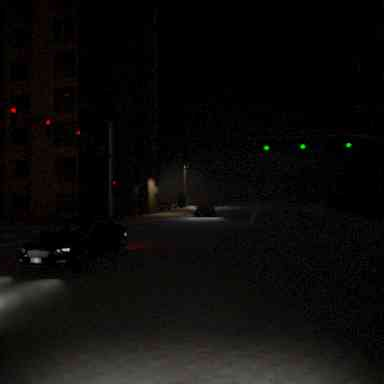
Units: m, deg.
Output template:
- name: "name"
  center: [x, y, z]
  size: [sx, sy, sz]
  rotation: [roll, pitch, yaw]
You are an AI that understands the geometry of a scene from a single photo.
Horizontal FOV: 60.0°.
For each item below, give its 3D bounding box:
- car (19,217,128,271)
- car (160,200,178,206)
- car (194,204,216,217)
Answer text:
- name: "car"
  center: [-3.866, 1.681, 11.711]
  size: [2.128, 1.511, 4.902]
  rotation: [-1, -1, 12]
- name: "car"
  center: [-5.276, 2.393, 72.071]
  size: [5.008, 1.535, 1.882]
  rotation: [-1, -1, 12]
- name: "car"
  center: [1.492, 2.047, 37.108]
  size: [1.812, 1.442, 4.674]
  rotation: [-1, 0, 12]
